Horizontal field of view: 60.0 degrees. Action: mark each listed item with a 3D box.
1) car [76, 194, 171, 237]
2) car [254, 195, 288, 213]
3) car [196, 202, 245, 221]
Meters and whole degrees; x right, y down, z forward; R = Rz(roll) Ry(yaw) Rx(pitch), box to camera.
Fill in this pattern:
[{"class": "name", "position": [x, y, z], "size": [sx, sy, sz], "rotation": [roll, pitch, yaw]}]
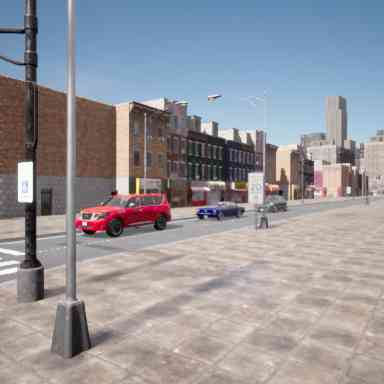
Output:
[{"class": "car", "position": [-3.415, 1.118, 17.795], "size": [2.150, 2.045, 5.566], "rotation": [0, 0, 35]}, {"class": "car", "position": [8.067, 1.140, 33.900], "size": [2.097, 1.767, 4.553], "rotation": [0, 0, 36]}, {"class": "car", "position": [2.264, 1.436, 25.781], "size": [1.895, 1.301, 4.718], "rotation": [0, 0, 35]}]
